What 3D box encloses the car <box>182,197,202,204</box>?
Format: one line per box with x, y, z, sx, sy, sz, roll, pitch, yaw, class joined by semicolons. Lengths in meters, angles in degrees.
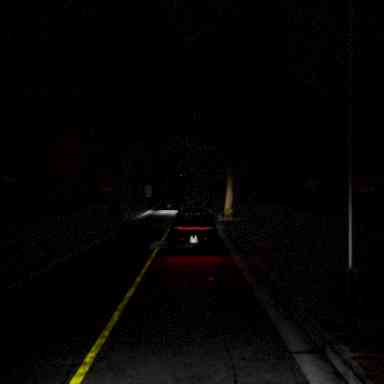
0.088;1.465;30.548;1.882;1.535;5.008;0;0;0;car

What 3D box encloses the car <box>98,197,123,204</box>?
-15.057;1.518;61.545;4.507;1.381;1.887;0;0;0;car

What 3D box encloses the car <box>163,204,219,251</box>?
0.075;1.485;14.098;2.128;1.511;4.902;0;0;0;car

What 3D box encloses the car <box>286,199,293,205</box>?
19.648;1.659;61.741;4.313;1.339;1.947;0;0;0;car

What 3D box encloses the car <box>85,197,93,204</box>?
-20.906;1.485;61.512;4.829;1.417;1.752;0;0;0;car

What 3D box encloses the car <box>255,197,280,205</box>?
13.973;1.620;61.709;4.403;1.369;2.008;0;0;0;car

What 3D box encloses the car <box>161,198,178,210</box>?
-2.810;1.478;42.523;2.128;1.511;4.902;0;0;0;car
